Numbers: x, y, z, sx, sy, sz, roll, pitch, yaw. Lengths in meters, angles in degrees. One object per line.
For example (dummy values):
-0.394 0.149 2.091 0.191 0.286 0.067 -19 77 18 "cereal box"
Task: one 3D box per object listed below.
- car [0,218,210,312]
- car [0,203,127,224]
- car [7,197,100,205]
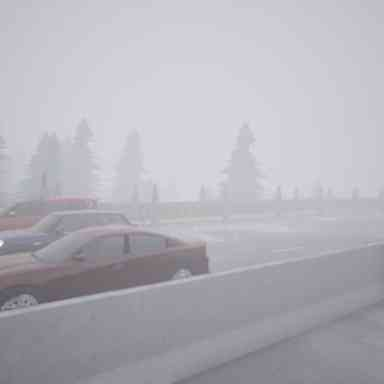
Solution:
-1.929 1.479 6.914 5.008 1.535 1.882 0 0 -35 "car"
-3.765 1.354 9.900 4.553 1.767 2.097 0 0 -35 "car"
-6.028 1.223 12.589 5.566 2.045 2.150 0 0 -35 "car"
